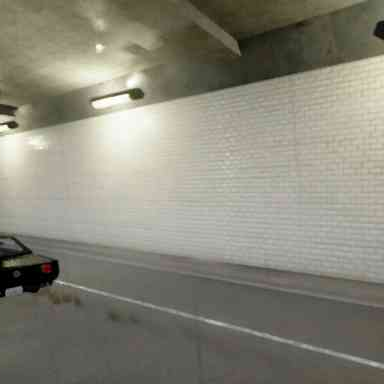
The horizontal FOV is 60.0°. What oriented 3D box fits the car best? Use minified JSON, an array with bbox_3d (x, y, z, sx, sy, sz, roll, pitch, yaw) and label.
[{"bbox_3d":[-5.235,1.644,7.724,4.718,1.301,1.895,0,0,35],"label":"car"}]
